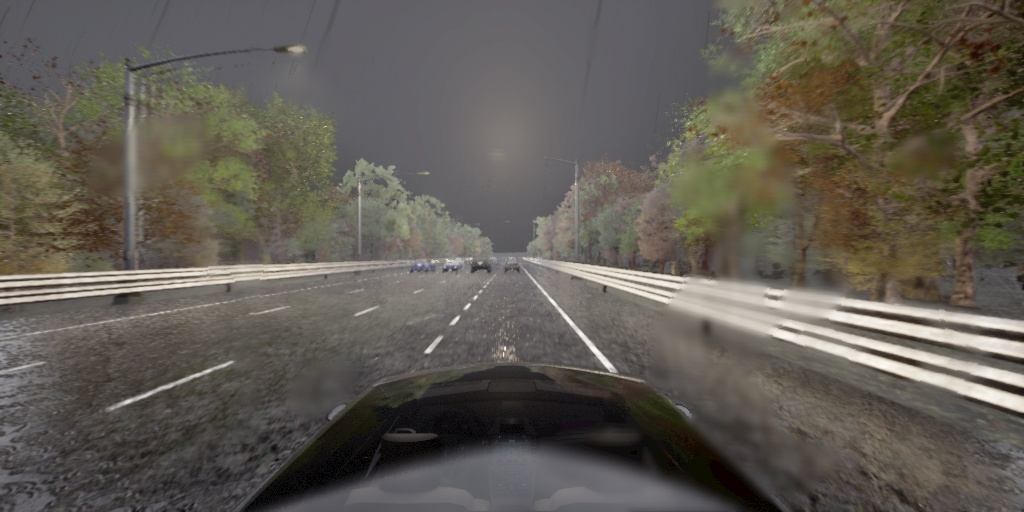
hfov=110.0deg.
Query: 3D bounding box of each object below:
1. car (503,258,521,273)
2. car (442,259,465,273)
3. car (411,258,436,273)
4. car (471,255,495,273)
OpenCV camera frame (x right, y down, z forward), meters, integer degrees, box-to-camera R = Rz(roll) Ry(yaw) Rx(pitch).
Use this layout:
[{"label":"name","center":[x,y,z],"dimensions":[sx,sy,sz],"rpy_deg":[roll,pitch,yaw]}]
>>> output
[{"label":"car","center":[0.034,1.213,42.596],"dimensions":[1.837,1.490,4.892],"rpy_deg":[0,1,0]},{"label":"car","center":[-6.970,1.307,42.684],"dimensions":[1.895,1.301,4.718],"rpy_deg":[0,0,0]},{"label":"car","center":[-10.468,1.057,42.711],"dimensions":[2.097,1.767,4.553],"rpy_deg":[0,0,0]},{"label":"car","center":[-3.473,0.930,41.732],"dimensions":[2.150,2.045,5.566],"rpy_deg":[0,0,0]}]
